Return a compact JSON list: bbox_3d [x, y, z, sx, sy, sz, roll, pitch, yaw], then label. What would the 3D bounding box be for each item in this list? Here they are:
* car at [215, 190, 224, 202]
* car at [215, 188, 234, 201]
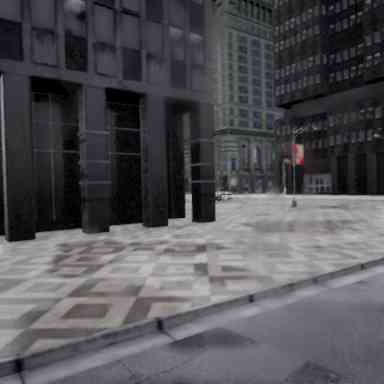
[{"bbox_3d":[2.228,0.779,48.892,1.994,1.385,4.181,-2,1,-34],"label":"car"},{"bbox_3d":[4.065,0.345,51.960,2.150,2.045,5.566,-2,1,-34],"label":"car"}]
